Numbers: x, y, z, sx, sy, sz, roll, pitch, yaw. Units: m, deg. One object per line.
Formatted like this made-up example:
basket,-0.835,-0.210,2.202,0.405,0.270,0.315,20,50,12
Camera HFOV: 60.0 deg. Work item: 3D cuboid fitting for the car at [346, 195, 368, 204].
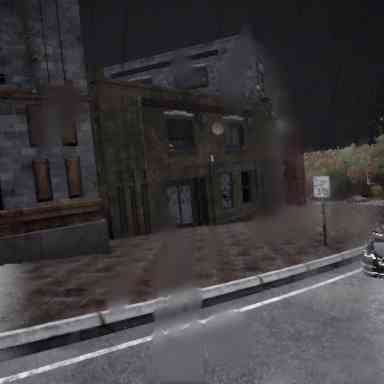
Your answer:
car,27.922,1.279,56.392,1.994,1.385,4.181,-5,-2,-1

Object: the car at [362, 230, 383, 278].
car,6.247,1.378,8.815,4.892,1.490,1.837,-2,1,-41
